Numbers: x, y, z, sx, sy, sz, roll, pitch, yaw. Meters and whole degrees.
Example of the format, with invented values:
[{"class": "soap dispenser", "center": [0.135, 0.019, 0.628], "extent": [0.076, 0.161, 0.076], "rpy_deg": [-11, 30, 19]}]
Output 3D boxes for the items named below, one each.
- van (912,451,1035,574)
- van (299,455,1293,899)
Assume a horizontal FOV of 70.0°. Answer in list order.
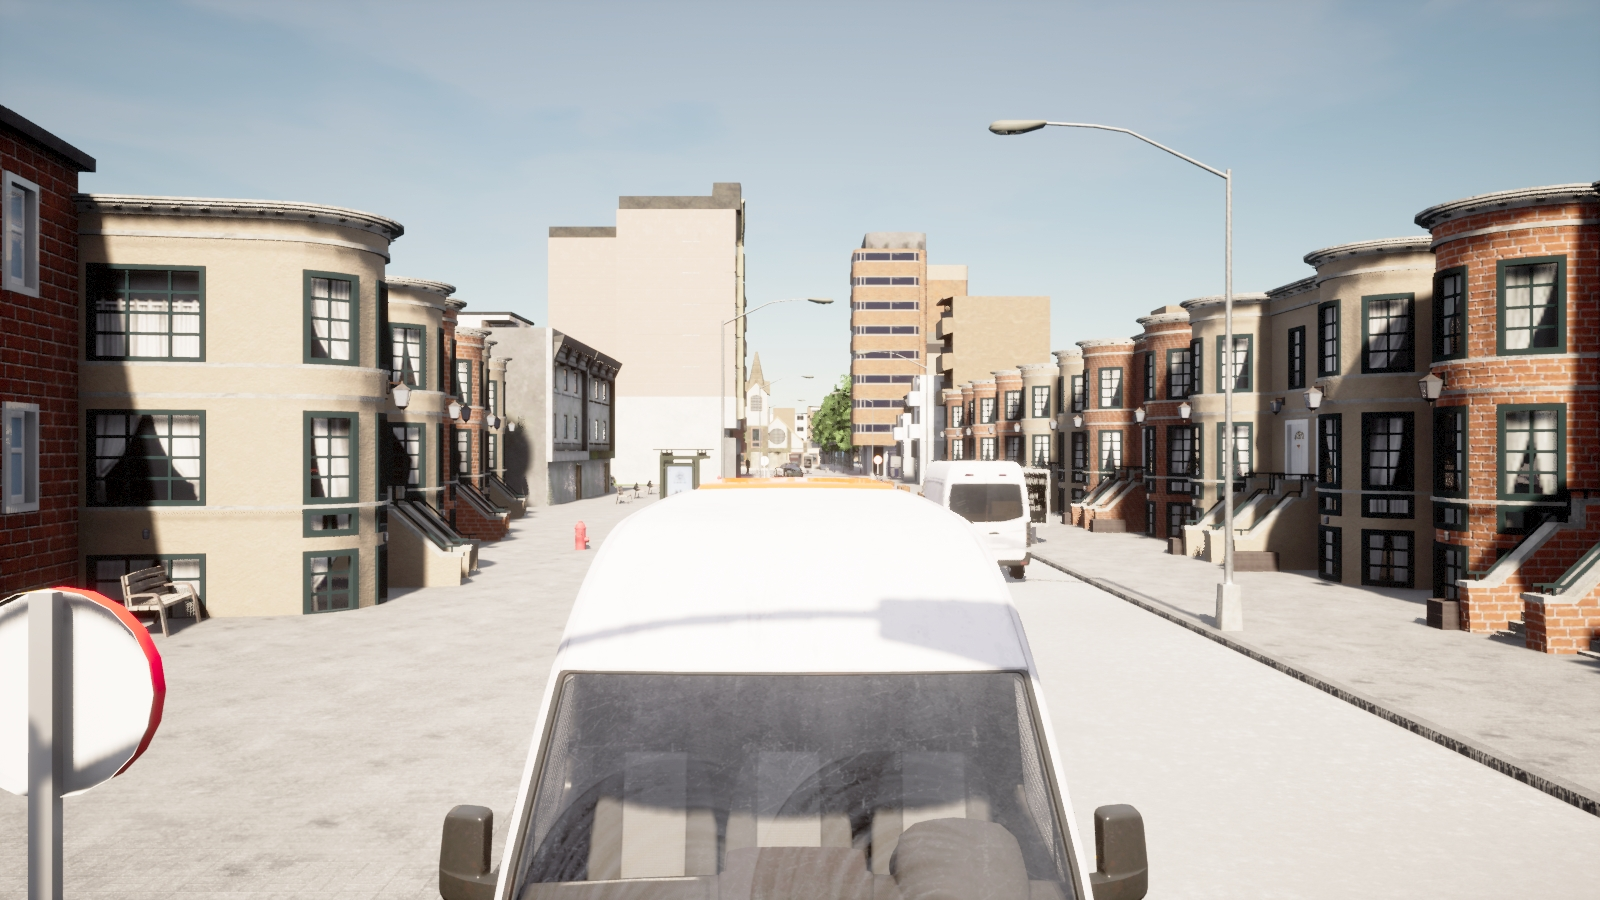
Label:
[{"class": "van", "center": [3.916, 1.315, 26.886], "extent": [1.988, 2.561, 5.915], "rpy_deg": [0, 0, 0]}, {"class": "van", "center": [-0.019, 1.314, 5.243], "extent": [1.988, 2.561, 5.915], "rpy_deg": [0, 0, 0]}]
